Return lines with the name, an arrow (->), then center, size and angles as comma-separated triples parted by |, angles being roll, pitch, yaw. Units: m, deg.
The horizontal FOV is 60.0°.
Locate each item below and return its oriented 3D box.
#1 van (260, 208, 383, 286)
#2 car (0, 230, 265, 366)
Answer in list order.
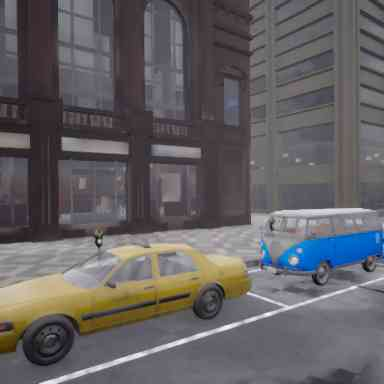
van -> 3.602, 1.337, 9.115 | 3.998, 1.788, 1.690 | 0, -1, -35
car -> -1.114, 1.523, 5.748 | 4.829, 1.417, 1.752 | 0, -1, -35
